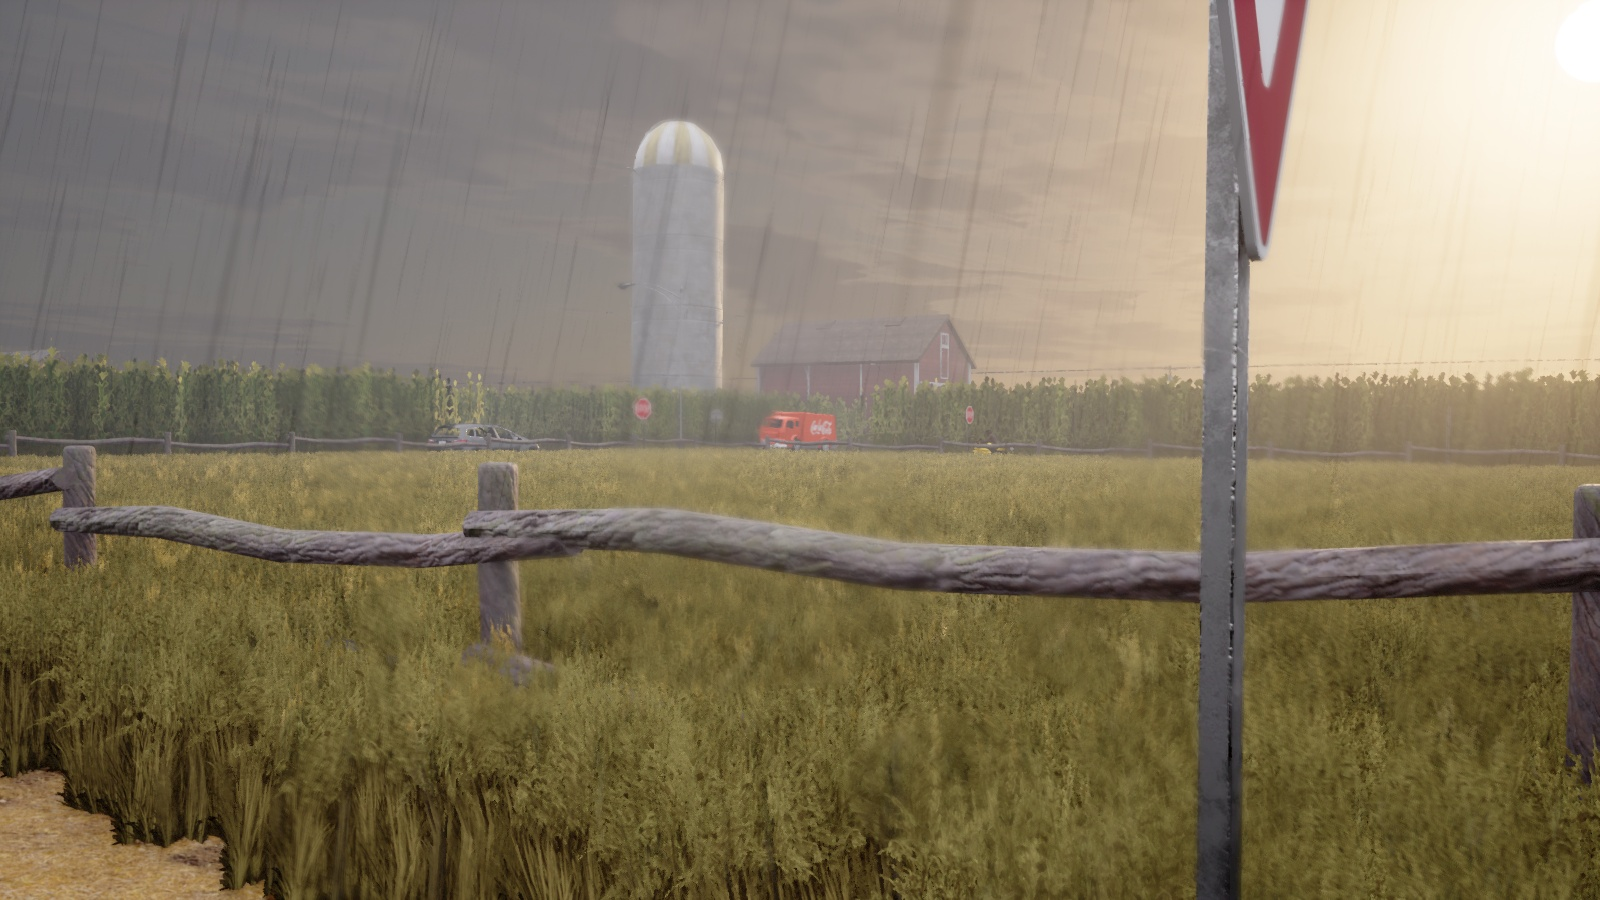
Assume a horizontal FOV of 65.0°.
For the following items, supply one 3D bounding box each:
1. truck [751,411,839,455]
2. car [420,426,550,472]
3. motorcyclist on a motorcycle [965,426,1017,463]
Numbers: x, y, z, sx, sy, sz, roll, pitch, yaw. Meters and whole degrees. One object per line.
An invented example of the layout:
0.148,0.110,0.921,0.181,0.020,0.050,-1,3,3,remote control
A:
-0.258,-0.938,72.830,2.627,2.467,5.204,0,0,34,truck
-12.292,-0.059,49.266,2.242,1.667,4.611,0,1,34,car
8.071,-0.240,53.095,2.044,1.523,0.797,1,1,34,motorcyclist on a motorcycle
